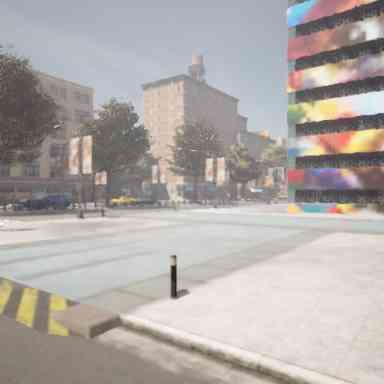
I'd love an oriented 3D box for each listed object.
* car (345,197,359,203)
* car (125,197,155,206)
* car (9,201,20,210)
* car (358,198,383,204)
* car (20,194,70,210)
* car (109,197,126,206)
[{"bbox_3d":[22.769,1.487,46.401,2.161,1.482,4.786,0,0,36],"label":"car"},{"bbox_3d":[-8.421,1.694,56.052,1.895,1.301,4.718,0,0,37],"label":"car"},{"bbox_3d":[-21.629,1.567,44.181,2.128,1.511,4.902,0,0,37],"label":"car"},{"bbox_3d":[18.854,1.374,34.136,2.002,1.452,4.674,0,0,36],"label":"car"},{"bbox_3d":[-18.435,1.294,42.628,2.150,2.045,5.566,0,0,37],"label":"car"},{"bbox_3d":[-12.095,1.573,56.992,1.882,1.535,5.008,0,0,37],"label":"car"}]
